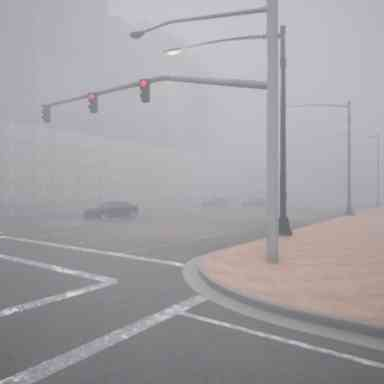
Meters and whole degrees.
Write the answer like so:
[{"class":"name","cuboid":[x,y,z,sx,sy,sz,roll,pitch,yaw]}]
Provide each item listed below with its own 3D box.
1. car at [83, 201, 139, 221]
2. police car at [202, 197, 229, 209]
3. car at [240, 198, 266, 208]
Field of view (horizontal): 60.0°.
[{"class":"car","cuboid":[-6.671,1.516,27.720,1.882,1.535,5.008,0,0,36]},{"class":"police car","cuboid":[3.327,1.469,47.462,1.930,1.638,5.238,0,0,36]},{"class":"car","cuboid":[9.188,1.586,49.703,2.033,1.411,5.357,0,0,36]}]
